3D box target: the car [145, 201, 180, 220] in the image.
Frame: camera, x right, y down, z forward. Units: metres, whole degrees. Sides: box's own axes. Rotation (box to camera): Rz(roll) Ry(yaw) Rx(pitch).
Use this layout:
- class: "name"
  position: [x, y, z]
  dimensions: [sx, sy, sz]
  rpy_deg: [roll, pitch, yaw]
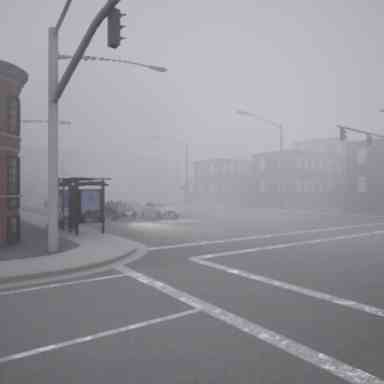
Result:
- class: "car"
  position: [-2.899, 1.552, 29.005]
  dimensions: [1.812, 1.442, 4.674]
  rpy_deg: [0, 0, -35]

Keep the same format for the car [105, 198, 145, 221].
- class: "car"
  position: [-6.219, 1.511, 27.631]
  dimensions: [2.128, 1.511, 4.902]
  rpy_deg: [0, 0, -35]

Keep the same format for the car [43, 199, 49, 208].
- class: "car"
  position: [-19.243, 1.568, 46.183]
  dimensions: [2.033, 1.411, 5.357]
  rpy_deg: [0, 0, -35]

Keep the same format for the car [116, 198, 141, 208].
- class: "car"
  position: [-9.804, 1.641, 51.000]
  dimensions: [1.895, 1.301, 4.718]
  rpy_deg: [0, 0, -36]
